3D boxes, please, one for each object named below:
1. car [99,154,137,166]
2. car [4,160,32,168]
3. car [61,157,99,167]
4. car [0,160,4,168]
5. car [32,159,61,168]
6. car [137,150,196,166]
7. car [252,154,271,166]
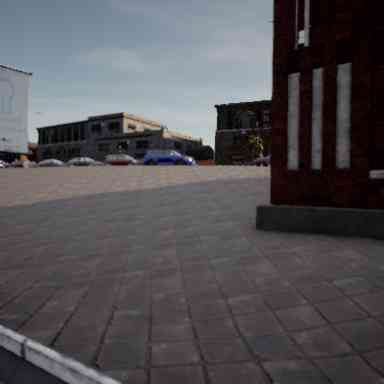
[{"bbox_3d":[-7.462,-3.332,36.837,4.553,1.767,2.185,1,1,26],"label":"car"},{"bbox_3d":[-22.238,-3.481,44.346,4.792,1.488,2.163,1,1,29],"label":"car"},{"bbox_3d":[-12.542,-3.322,39.280,4.892,1.521,2.231,1,1,27],"label":"car"},{"bbox_3d":[-27.231,-3.734,47.147,4.553,1.767,2.185,1,1,31],"label":"car"},{"bbox_3d":[-17.374,-3.376,41.739,4.674,1.452,2.002,1,1,28],"label":"car"},{"bbox_3d":[-2.361,-3.320,34.498,5.566,2.045,2.435,2,1,25],"label":"car"},{"bbox_3d":[7.822,-2.692,30.252,4.674,1.452,2.002,2,1,22],"label":"car"}]
